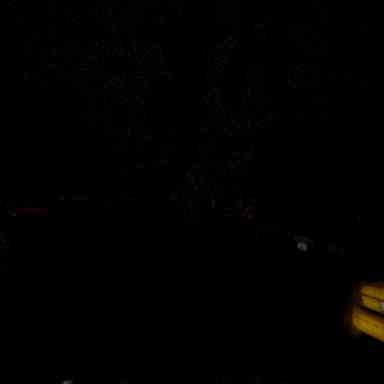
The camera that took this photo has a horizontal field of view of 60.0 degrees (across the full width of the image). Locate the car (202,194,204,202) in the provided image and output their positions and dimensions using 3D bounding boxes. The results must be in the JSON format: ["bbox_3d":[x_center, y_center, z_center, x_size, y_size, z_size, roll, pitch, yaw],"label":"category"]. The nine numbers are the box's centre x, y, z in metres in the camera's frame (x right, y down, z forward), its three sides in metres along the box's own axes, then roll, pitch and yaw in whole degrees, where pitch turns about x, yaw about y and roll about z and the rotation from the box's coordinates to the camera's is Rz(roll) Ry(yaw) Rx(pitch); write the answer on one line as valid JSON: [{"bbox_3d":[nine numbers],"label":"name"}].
[{"bbox_3d":[5.065,1.608,62.071,4.892,1.521,2.231,1,0,-21],"label":"car"}]

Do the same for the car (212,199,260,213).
[{"bbox_3d":[5.035,1.582,37.983,5.008,1.535,2.097,1,0,-20],"label":"car"}]

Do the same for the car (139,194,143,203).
[{"bbox_3d":[-13.290,1.653,68.626,4.792,1.488,2.163,-1,0,-21],"label":"car"}]

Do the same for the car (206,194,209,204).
[{"bbox_3d":[5.076,1.335,41.002,5.566,2.045,2.435,1,0,-20],"label":"car"}]

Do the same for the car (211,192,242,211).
[{"bbox_3d":[4.962,1.320,28.953,5.566,2.045,2.435,1,0,-20],"label":"car"}]

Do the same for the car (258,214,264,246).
[{"bbox_3d":[4.843,1.589,10.899,4.674,1.452,2.002,1,0,-19],"label":"car"}]

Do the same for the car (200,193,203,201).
[{"bbox_3d":[4.924,1.613,71.137,5.008,1.535,2.097,1,0,-22],"label":"car"}]

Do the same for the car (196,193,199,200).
[{"bbox_3d":[4.602,1.369,80.178,5.566,2.045,2.435,1,0,-23],"label":"car"}]

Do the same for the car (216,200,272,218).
[{"bbox_3d":[4.972,1.604,31.960,4.792,1.488,2.163,1,0,-20],"label":"car"}]

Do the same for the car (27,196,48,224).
[{"bbox_3d":[-13.196,1.438,24.061,4.553,1.767,2.185,-1,0,-20],"label":"car"}]

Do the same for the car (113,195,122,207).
[{"bbox_3d":[-13.090,1.624,47.880,4.792,1.488,2.163,-1,0,-20],"label":"car"}]

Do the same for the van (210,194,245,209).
[{"bbox_3d":[4.975,1.365,46.958,4.442,1.987,1.878,1,0,-20],"label":"van"}]

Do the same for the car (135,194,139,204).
[{"bbox_3d":[-13.146,1.615,62.716,5.008,1.535,2.097,-1,0,-20],"label":"car"}]

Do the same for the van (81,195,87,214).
[{"bbox_3d":[-13.074,1.348,33.026,4.442,1.987,1.878,-1,0,-20],"label":"van"}]

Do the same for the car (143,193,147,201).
[{"bbox_3d":[-13.429,1.631,74.563,5.008,1.535,2.097,-1,0,-22],"label":"car"}]

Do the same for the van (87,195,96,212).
[{"bbox_3d":[-13.062,1.352,36.003,4.442,1.987,1.878,-1,0,-20],"label":"van"}]

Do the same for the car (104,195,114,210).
[{"bbox_3d":[-12.966,1.582,41.979,5.366,1.575,1.946,-1,0,-20],"label":"car"}]

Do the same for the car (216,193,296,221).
[{"bbox_3d":[4.926,1.314,22.939,5.566,2.045,2.435,1,0,-20],"label":"car"}]

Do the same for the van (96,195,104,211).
[{"bbox_3d":[-13.050,1.356,38.982,4.442,1.987,1.878,-1,0,-20],"label":"van"}]

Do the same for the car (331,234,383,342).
[{"bbox_3d":[4.961,1.518,4.922,5.366,1.575,1.946,1,-1,-20],"label":"car"}]

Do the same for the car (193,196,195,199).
[{"bbox_3d":[3.757,1.633,95.273,4.892,1.521,2.231,1,0,-24],"label":"car"}]

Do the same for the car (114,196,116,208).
[{"bbox_3d":[-13.155,1.621,44.877,4.792,1.488,2.163,-1,0,-20],"label":"car"}]

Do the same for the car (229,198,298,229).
[{"bbox_3d":[4.894,1.436,19.942,4.553,1.767,2.185,1,0,-20],"label":"car"}]

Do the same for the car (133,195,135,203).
[{"bbox_3d":[-13.097,1.485,59.761,4.553,1.767,2.185,-1,0,-20],"label":"car"}]

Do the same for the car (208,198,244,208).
[{"bbox_3d":[5.119,1.625,50.026,4.792,1.488,2.163,1,0,-20],"label":"car"}]

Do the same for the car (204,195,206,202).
[{"bbox_3d":[5.276,1.601,56.109,5.366,1.575,1.946,1,0,-20],"label":"car"}]

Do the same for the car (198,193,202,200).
[{"bbox_3d":[4.749,1.618,77.173,5.008,1.535,2.097,1,0,-22],"label":"car"}]

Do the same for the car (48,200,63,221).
[{"bbox_3d":[-13.213,1.608,27.033,4.674,1.452,2.002,-1,0,-20],"label":"car"}]

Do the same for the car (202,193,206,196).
[{"bbox_3d":[5.021,1.483,65.091,4.553,1.767,2.185,1,0,-21],"label":"car"}]

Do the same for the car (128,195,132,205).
[{"bbox_3d":[-12.930,1.597,53.881,5.366,1.575,1.946,-1,0,-20],"label":"car"}]

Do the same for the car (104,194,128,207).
[{"bbox_3d":[-13.134,1.348,50.829,5.566,2.045,2.435,-1,0,-20],"label":"car"}]

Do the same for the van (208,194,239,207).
[{"bbox_3d":[4.996,1.371,52.983,4.442,1.987,1.878,1,0,-20],"label":"van"}]

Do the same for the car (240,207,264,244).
[{"bbox_3d":[4.875,1.555,13.924,5.008,1.535,2.097,1,0,-19],"label":"car"}]

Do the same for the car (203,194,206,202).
[{"bbox_3d":[5.106,1.604,59.053,5.008,1.535,2.097,1,0,-20],"label":"car"}]

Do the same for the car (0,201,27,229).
[{"bbox_3d":[-13.274,1.435,21.071,4.553,1.767,2.185,-1,0,-20],"label":"car"}]

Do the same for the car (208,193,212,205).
[{"bbox_3d":[5.043,1.328,34.994,5.566,2.045,2.435,1,0,-20],"label":"car"}]

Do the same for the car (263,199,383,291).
[{"bbox_3d":[4.842,1.286,7.898,5.566,2.045,2.435,1,0,-19],"label":"car"}]

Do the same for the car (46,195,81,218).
[{"bbox_3d":[-13.225,1.321,29.996,5.566,2.045,2.435,-1,0,-20],"label":"car"}]

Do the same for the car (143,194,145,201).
[{"bbox_3d":[-13.311,1.656,71.620,4.792,1.488,2.163,-1,0,-21],"label":"car"}]
